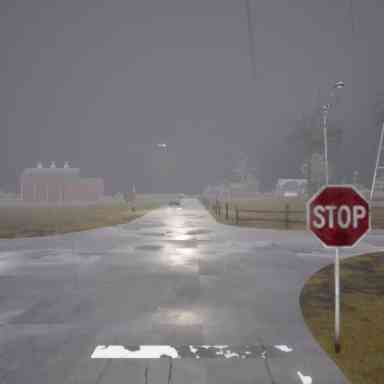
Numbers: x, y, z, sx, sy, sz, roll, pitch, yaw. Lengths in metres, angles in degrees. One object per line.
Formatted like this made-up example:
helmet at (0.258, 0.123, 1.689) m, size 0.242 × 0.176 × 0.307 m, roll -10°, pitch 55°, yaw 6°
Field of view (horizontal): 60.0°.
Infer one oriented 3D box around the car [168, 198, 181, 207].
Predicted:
car at (-2.733, 1.627, 51.379) m, size 1.895 × 1.301 × 4.718 m, roll 0°, pitch 0°, yaw 0°
